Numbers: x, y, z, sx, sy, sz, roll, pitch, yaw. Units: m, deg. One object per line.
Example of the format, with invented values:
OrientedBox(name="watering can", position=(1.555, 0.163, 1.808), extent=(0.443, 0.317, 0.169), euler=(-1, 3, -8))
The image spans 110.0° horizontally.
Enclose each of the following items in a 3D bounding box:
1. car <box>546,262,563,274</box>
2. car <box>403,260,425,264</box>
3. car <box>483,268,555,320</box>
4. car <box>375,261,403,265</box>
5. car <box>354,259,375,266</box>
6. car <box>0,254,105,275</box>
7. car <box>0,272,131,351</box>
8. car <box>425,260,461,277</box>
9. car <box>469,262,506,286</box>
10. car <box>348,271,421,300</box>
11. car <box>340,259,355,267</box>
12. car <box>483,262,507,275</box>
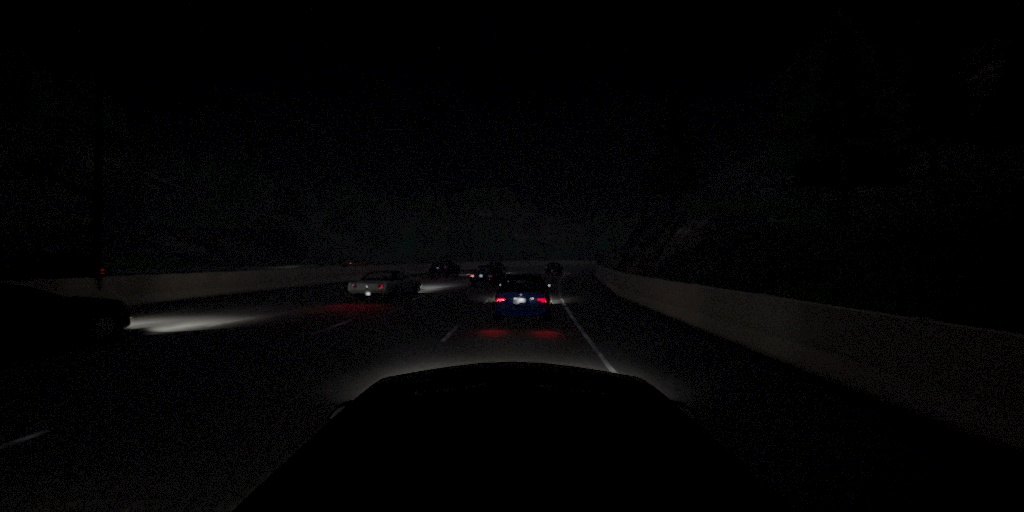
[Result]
OrientedBox(name="car", position=(5.242, 1.488, 44.291), extent=(1.812, 1.442, 4.674), euler=(0, 0, 13))
OrientedBox(name="car", position=(-14.023, 1.408, 54.549), extent=(1.837, 1.490, 4.892), euler=(0, 0, 16))
OrientedBox(name="car", position=(0.432, 1.349, 12.940), extent=(2.033, 1.411, 5.357), euler=(0, 0, 4))
OrientedBox(name="car", position=(-17.740, 1.429, 54.144), extent=(2.033, 1.411, 5.357), euler=(0, 0, 15))
OrientedBox(name="car", position=(-21.136, 1.414, 55.009), extent=(2.033, 1.411, 5.357), euler=(0, 0, 15))
OrientedBox(name="car", position=(-20.628, 0.917, 14.793), extent=(2.150, 2.045, 5.566), euler=(0, 0, 4))
OrientedBox(name="car", position=(-10.288, 1.223, 6.732), extent=(1.837, 1.490, 4.892), euler=(0, 0, 1))
OrientedBox(name="car", position=(-6.961, 1.219, 37.654), extent=(2.097, 1.767, 4.553), euler=(0, 0, 11))
OrientedBox(name="car", position=(-1.738, 1.396, 26.508), extent=(2.033, 1.411, 5.357), euler=(0, 0, 8))
OrientedBox(name="car", position=(-6.183, 1.389, 18.101), extent=(1.895, 1.301, 4.718), euler=(0, 0, 5))
OrientedBox(name="car", position=(-24.542, 1.204, 55.771), extent=(2.097, 1.767, 4.553), euler=(0, 0, 15))
OrientedBox(name="car", position=(-2.001, 1.448, 44.068), extent=(1.812, 1.442, 4.674), euler=(0, 0, 13))
